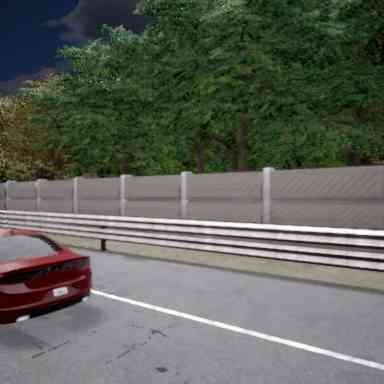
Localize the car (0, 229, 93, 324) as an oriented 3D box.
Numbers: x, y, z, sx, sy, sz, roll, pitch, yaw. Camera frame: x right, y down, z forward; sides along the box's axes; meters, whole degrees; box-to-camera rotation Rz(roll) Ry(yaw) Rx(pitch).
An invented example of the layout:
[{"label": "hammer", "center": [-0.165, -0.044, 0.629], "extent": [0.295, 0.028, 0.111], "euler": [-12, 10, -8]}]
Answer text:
[{"label": "car", "center": [-4.209, 1.529, 7.001], "extent": [5.008, 1.535, 1.882], "euler": [0, 0, 36]}]
